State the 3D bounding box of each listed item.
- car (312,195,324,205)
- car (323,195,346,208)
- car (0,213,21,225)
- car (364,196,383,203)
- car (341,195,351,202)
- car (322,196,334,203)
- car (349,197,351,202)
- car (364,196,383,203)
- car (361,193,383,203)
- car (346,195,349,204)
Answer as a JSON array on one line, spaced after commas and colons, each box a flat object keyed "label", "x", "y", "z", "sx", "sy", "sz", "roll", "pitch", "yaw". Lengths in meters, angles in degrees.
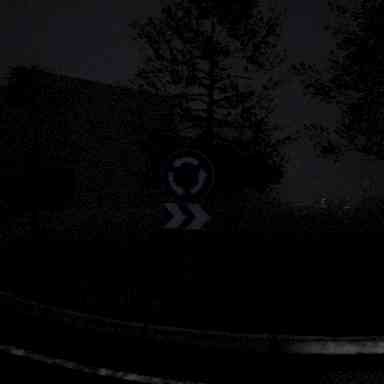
[{"label": "car", "x": 22.807, "y": 1.348, "z": 59.414, "sx": 2.097, "sy": 1.767, "sz": 4.553, "roll": 2, "pitch": 0, "yaw": 28}, {"label": "car", "x": 20.479, "y": 1.496, "z": 47.730, "sx": 1.882, "sy": 1.535, "sz": 5.008, "roll": 2, "pitch": 0, "yaw": 28}, {"label": "car", "x": -11.046, "y": 1.121, "z": 16.751, "sx": 1.895, "sy": 1.301, "sz": 4.718, "roll": 2, "pitch": 1, "yaw": 17}, {"label": "car", "x": 44.797, "y": 1.824, "z": 81.276, "sx": 4.674, "sy": 1.452, "sz": 2.002, "roll": 2, "pitch": 1, "yaw": 27}, {"label": "car", "x": 35.763, "y": 1.531, "z": 77.304, "sx": 1.812, "sy": 1.442, "sz": 4.674, "roll": 2, "pitch": 1, "yaw": 27}, {"label": "car", "x": 29.919, "y": 1.609, "z": 73.071, "sx": 1.994, "sy": 1.385, "sz": 4.181, "roll": 2, "pitch": 1, "yaw": 27}, {"label": "car", "x": 31.167, "y": 1.687, "z": 68.412, "sx": 1.994, "sy": 1.385, "sz": 4.181, "roll": 2, "pitch": 1, "yaw": 27}, {"label": "car", "x": 42.258, "y": 1.762, "z": 76.228, "sx": 5.008, "sy": 1.535, "sz": 2.097, "roll": 2, "pitch": 0, "yaw": 27}, {"label": "car", "x": 39.706, "y": 1.484, "z": 71.186, "sx": 5.566, "sy": 2.045, "sz": 2.435, "roll": 2, "pitch": 0, "yaw": 27}, {"label": "car", "x": 26.369, "y": 1.594, "z": 59.161, "sx": 1.837, "sy": 1.490, "sz": 4.892, "roll": 2, "pitch": 0, "yaw": 27}]
